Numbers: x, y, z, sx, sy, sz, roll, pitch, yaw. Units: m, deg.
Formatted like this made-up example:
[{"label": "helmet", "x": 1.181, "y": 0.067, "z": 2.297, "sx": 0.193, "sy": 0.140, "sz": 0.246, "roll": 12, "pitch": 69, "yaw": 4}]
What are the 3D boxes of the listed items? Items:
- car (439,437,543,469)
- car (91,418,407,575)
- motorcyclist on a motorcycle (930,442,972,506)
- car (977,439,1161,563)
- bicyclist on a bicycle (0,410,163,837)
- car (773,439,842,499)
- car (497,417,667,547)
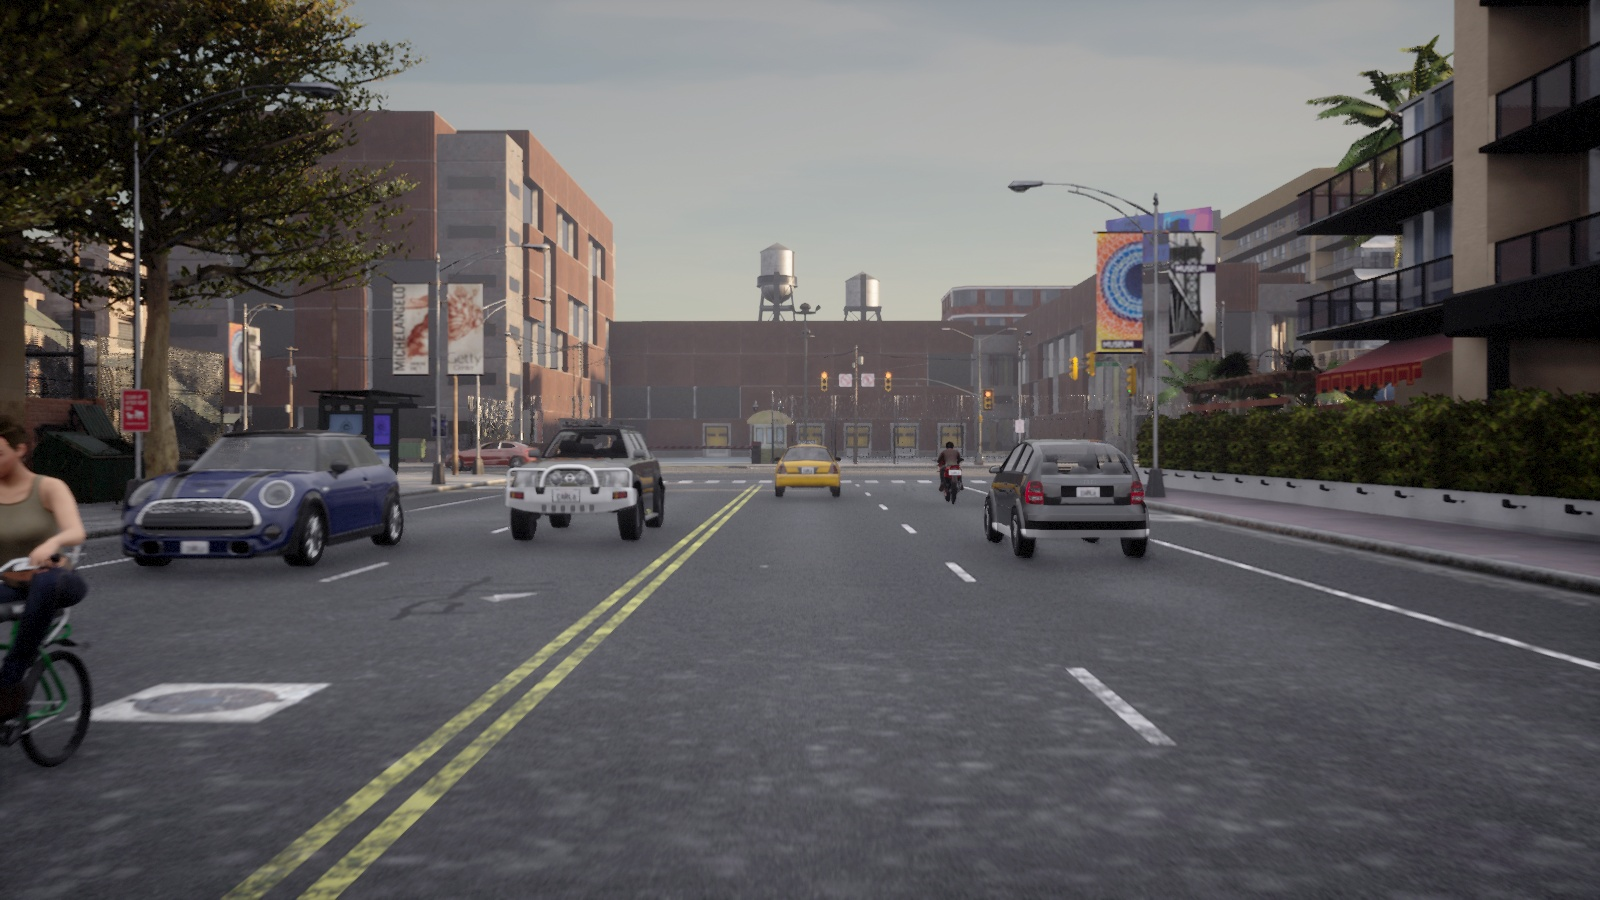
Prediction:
[{"label": "car", "x": -16.365, "y": 0.136, "z": 66.684, "sx": 5.027, "sy": 1.651, "sz": 2.152, "roll": 0, "pitch": 0, "yaw": 1}, {"label": "car", "x": -6.892, "y": 0.507, "z": 16.370, "sx": 2.097, "sy": 1.767, "sz": 4.553, "roll": 0, "pitch": 0, "yaw": 0}, {"label": "motorcyclist on a motorcycle", "x": 3.690, "y": 0.558, "z": 30.863, "sx": 0.797, "sy": 1.523, "sz": 2.044, "roll": 0, "pitch": 0, "yaw": 0}, {"label": "car", "x": 3.615, "y": 0.629, "z": 17.530, "sx": 1.789, "sy": 1.549, "sz": 3.705, "roll": 0, "pitch": 0, "yaw": 0}, {"label": "bicyclist on a bicycle", "x": -3.450, "y": 0.651, "z": 5.175, "sx": 0.866, "sy": 1.612, "sz": 1.509, "roll": 0, "pitch": 0, "yaw": 1}, {"label": "car", "x": 0.217, "y": 0.485, "z": 35.587, "sx": 1.801, "sy": 1.575, "sz": 5.366, "roll": 0, "pitch": 0, "yaw": 0}, {"label": "car", "x": -3.370, "y": 0.446, "z": 20.326, "sx": 1.932, "sy": 1.855, "sz": 4.605, "roll": 0, "pitch": 0, "yaw": 0}]
